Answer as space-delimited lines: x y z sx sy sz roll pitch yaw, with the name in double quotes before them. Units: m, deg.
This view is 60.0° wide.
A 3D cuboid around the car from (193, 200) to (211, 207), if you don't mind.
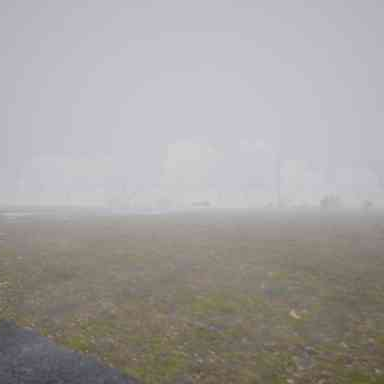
"car" 2.048 2.408 71.091 1.882 1.535 5.008 0 0 36
